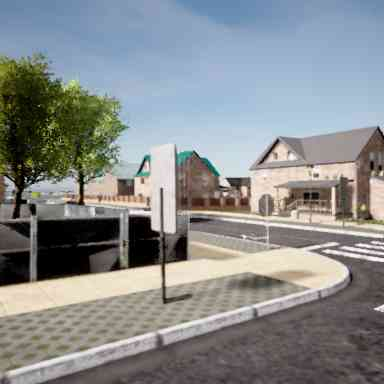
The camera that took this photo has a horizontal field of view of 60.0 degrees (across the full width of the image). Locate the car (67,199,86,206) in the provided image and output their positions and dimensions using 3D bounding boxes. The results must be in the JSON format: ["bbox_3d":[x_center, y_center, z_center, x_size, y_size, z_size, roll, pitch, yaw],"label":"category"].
[{"bbox_3d":[-16.560,1.674,47.540,1.994,1.385,4.181,-1,1,-33],"label":"car"}]
